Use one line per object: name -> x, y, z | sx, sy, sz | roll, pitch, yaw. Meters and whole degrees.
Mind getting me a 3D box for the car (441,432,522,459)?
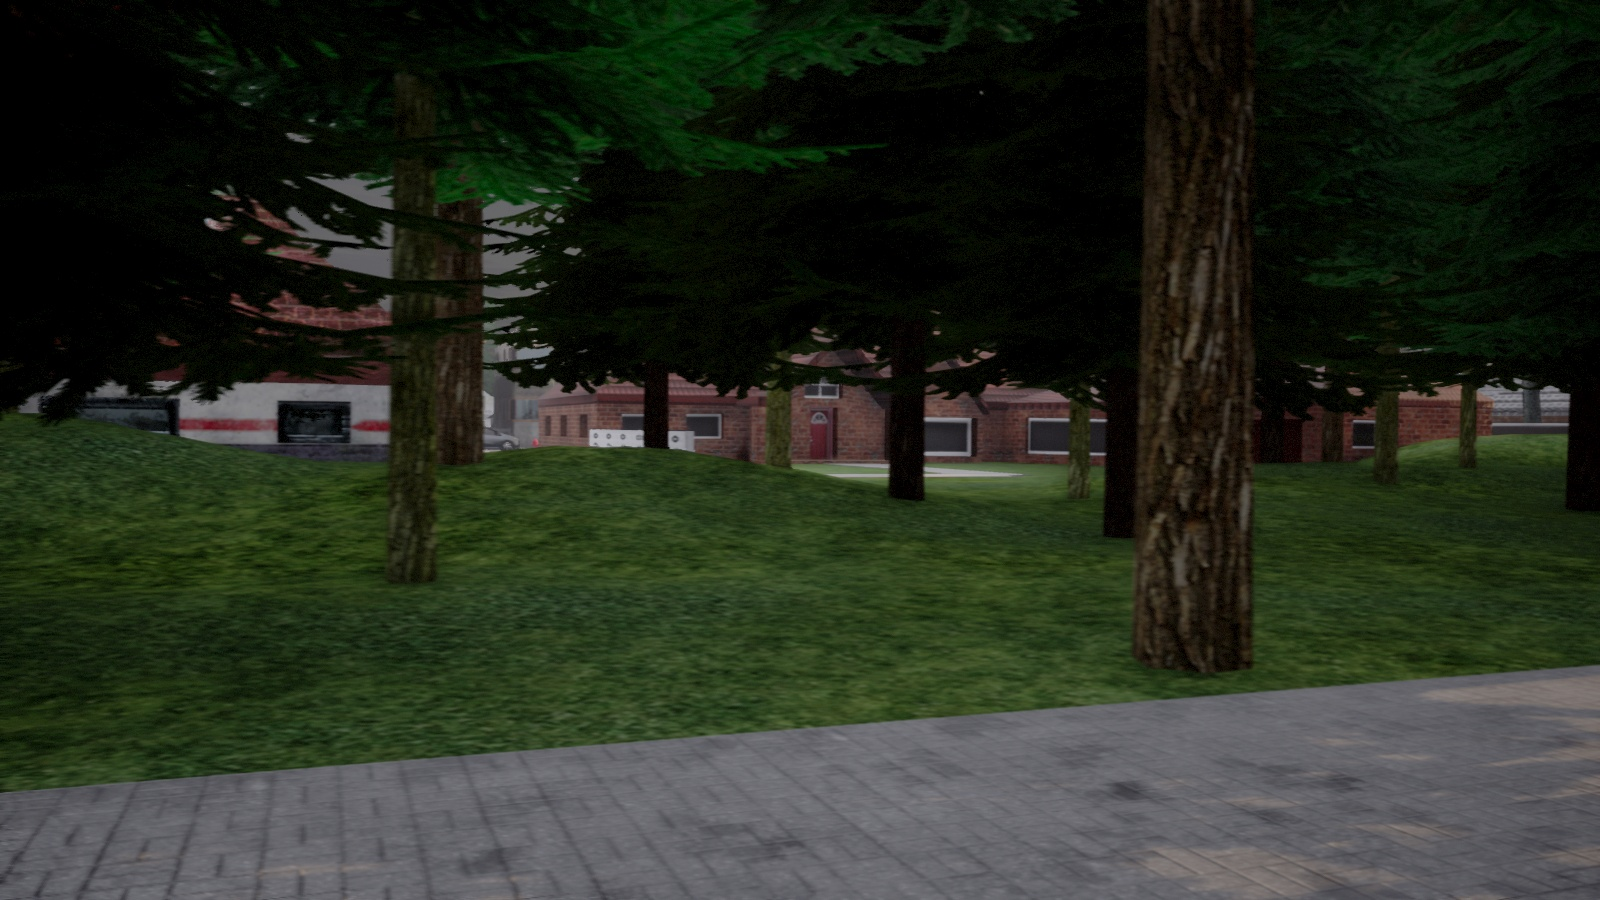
car -> -19.217, -0.281, 75.813 | 4.514, 1.525, 2.007 | -1, 1, -21
